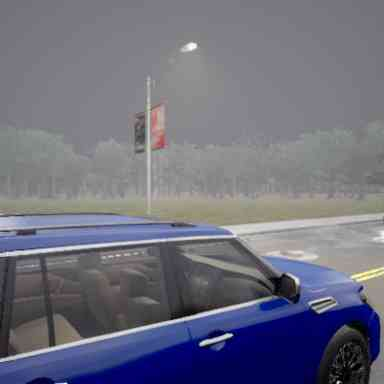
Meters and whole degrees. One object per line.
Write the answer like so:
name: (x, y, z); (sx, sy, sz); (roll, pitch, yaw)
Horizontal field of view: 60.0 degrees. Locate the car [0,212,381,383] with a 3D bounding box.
car: (-0.524, 1.219, 3.065); (5.566, 2.045, 2.150); (0, 0, -36)
